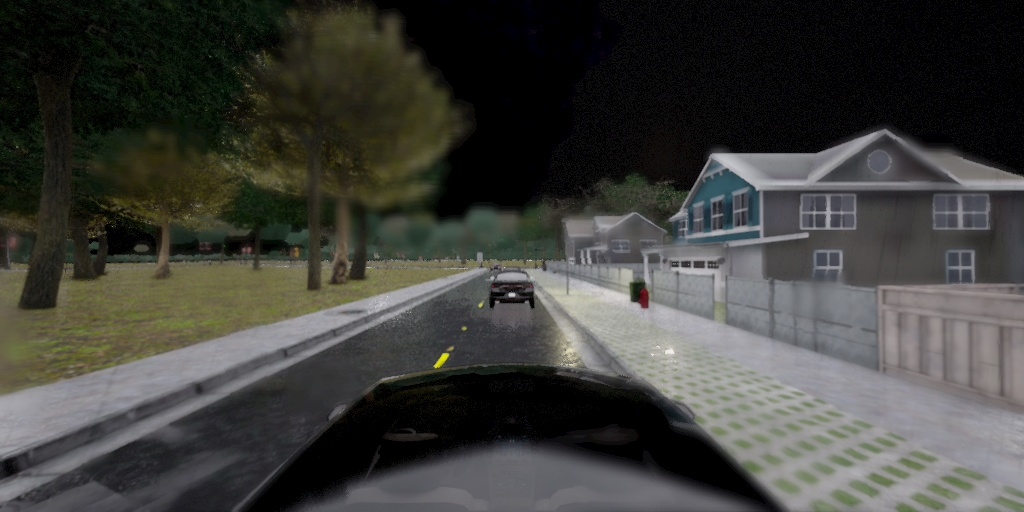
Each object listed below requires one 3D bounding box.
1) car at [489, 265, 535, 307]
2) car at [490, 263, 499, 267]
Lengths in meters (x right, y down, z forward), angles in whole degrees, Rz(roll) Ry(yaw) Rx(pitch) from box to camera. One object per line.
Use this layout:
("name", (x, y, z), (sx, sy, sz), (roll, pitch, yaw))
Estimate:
("car", (0.011, 1.365, 16.319), (1.882, 1.535, 5.008), (0, 0, 0))
("car", (-2.732, 1.924, 62.294), (1.994, 1.385, 4.181), (0, -1, 0))
